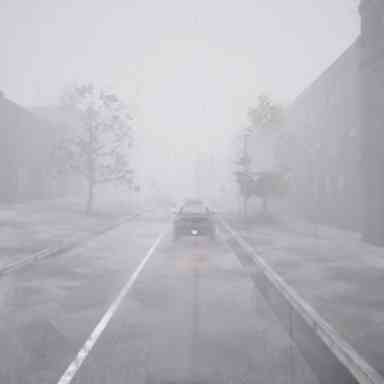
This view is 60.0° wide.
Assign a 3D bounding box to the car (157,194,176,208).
[{"bbox_3d":[-3.079,1.034,41.204,2.097,1.767,4.553,0,0,0],"label":"car"}]

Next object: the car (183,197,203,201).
[{"bbox_3d":[0.110,1.242,34.263,1.837,1.490,4.892,0,0,0],"label":"car"}]

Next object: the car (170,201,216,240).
[{"bbox_3d":[0.105,1.387,16.191,1.837,1.490,4.892,0,0,0],"label":"car"}]
